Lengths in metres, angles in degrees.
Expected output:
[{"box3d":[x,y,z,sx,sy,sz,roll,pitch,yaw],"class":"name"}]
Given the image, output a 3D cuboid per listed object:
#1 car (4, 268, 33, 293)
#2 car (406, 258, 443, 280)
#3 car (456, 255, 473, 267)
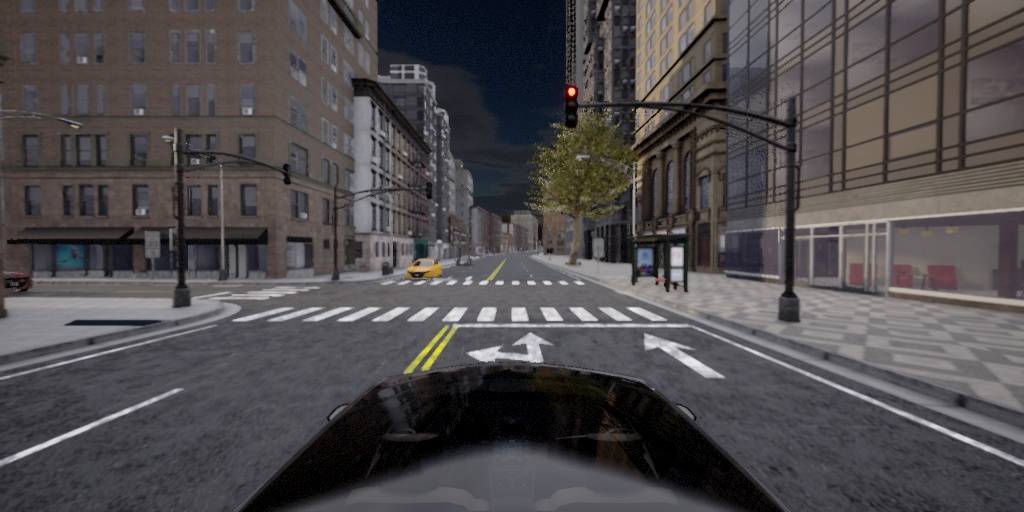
[{"box3d":[-24.800,0.970,16.086,5.008,1.535,1.882,0,1,0],"class":"car"},{"box3d":[-6.497,0.965,27.026,1.882,1.535,5.008,0,2,0],"class":"car"},{"box3d":[-6.499,0.692,49.037,2.128,1.511,4.902,0,2,0],"class":"car"}]
